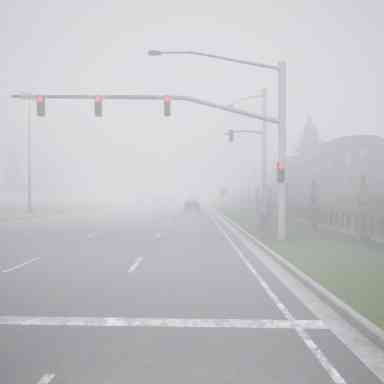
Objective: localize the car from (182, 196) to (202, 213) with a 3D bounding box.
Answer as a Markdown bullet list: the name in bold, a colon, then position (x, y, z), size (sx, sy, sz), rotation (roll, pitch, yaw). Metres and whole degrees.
- **car**: position (0.009, 1.504, 37.497), size (1.837, 1.490, 4.892), rotation (0, 0, 0)

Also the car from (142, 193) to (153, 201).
- **car**: position (-10.481, 1.187, 78.503), size (2.097, 1.767, 4.553), rotation (0, 0, 0)

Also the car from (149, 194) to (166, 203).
- **car**: position (-6.984, 1.477, 68.112), size (1.882, 1.535, 5.008), rotation (0, 0, 0)

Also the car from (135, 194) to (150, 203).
- **car**: position (-10.484, 1.564, 68.496), size (1.994, 1.385, 4.181), rotation (0, 0, 0)

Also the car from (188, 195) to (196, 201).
- **car**: position (0.019, 1.356, 78.530), size (1.812, 1.442, 4.674), rotation (0, 0, 0)

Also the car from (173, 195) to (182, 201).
- **car**: position (-3.481, 1.427, 78.561), size (1.895, 1.301, 4.718), rotation (0, 0, 0)

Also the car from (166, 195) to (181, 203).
- **car**: position (-3.484, 1.491, 68.111), size (2.128, 1.511, 4.902), rotation (0, 0, 0)

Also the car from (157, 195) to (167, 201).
- **car**: position (-6.981, 1.385, 78.532), size (1.994, 1.385, 4.181), rotation (0, 0, 0)
